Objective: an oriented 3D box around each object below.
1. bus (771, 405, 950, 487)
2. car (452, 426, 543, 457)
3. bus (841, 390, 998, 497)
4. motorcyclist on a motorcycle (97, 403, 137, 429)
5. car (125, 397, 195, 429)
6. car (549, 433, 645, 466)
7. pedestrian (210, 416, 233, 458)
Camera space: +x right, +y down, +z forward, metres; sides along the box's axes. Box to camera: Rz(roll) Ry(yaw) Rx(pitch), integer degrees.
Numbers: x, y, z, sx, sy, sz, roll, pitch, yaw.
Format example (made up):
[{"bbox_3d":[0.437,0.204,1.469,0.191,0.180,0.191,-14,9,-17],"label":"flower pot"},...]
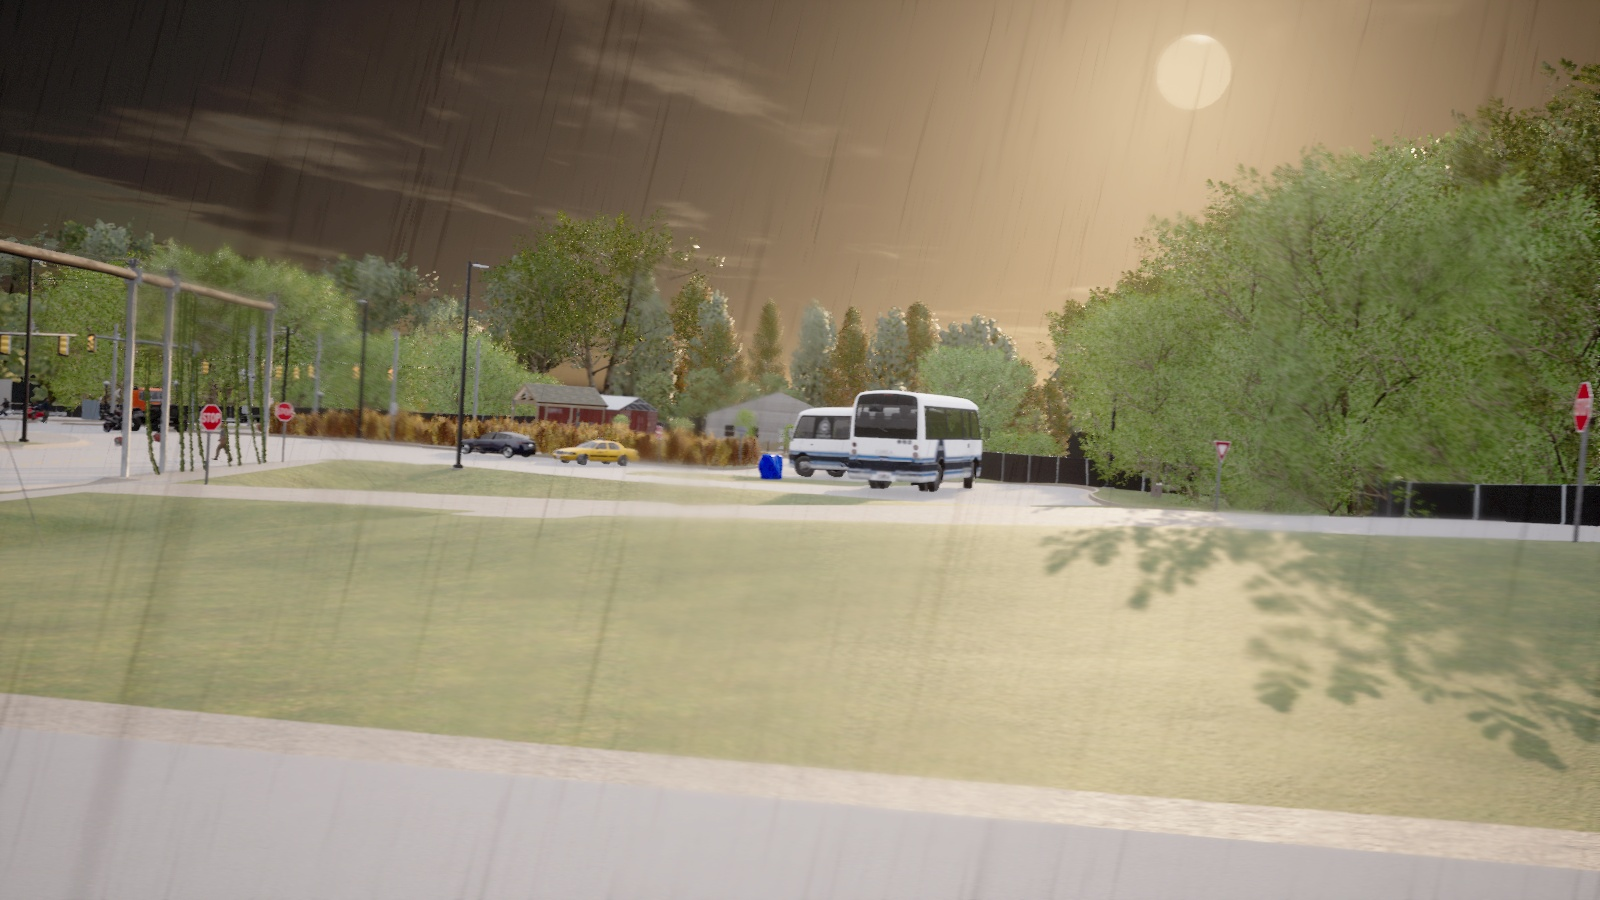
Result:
[{"bbox_3d":[3.393,-0.338,73.703,3.944,4.253,10.273,4,-1,-44],"label":"bus"},{"bbox_3d":[-17.868,-0.512,74.210,4.792,1.488,2.163,5,2,23],"label":"car"},{"bbox_3d":[5.639,-0.330,56.693,3.944,4.253,10.273,3,2,23],"label":"bus"},{"bbox_3d":[-42.557,-2.119,78.273,2.191,1.530,0.866,3,2,17],"label":"motorcyclist on a motorcycle"},{"bbox_3d":[-41.729,-2.426,81.919,3.866,1.878,1.905,3,2,20],"label":"car"},{"bbox_3d":[-11.598,-0.011,72.045,1.801,1.575,5.366,5,1,42],"label":"car"},{"bbox_3d":[-26.123,-0.596,56.689,0.694,1.848,0.540,4,2,4],"label":"pedestrian"}]
